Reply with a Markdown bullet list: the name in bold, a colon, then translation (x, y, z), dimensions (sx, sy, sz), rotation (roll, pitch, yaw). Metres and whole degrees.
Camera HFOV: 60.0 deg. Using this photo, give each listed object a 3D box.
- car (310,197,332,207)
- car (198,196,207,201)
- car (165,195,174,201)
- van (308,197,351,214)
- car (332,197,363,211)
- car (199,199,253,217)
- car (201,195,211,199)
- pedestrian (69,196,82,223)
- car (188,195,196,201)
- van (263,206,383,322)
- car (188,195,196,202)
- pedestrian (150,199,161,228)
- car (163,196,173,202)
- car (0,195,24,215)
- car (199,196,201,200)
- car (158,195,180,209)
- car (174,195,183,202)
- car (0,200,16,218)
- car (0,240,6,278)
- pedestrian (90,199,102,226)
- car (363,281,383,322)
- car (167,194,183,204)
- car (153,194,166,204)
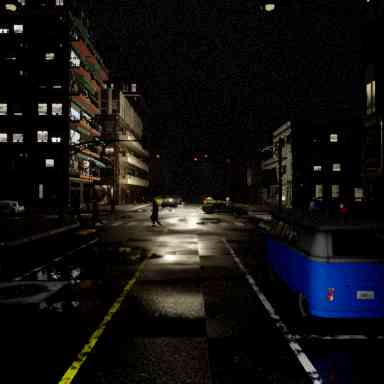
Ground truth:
- **car**: translation (14.903, 1.549, 33.634), dimensions (5.008, 1.535, 1.882), rotation (0, 0, 0)
- **car**: translation (2.675, 1.641, 84.973), dimensions (2.008, 1.369, 4.403), rotation (0, 0, 0)
- **car**: translation (-5.706, 1.616, 84.801), dimensions (1.752, 1.417, 4.829), rotation (0, 0, 0)
- **van**: translation (14.892, 1.425, 36.225), dimensions (3.998, 1.788, 1.690), rotation (0, 0, 0)
- **car**: translation (14.917, 1.358, 27.846), dimensions (5.009, 1.841, 2.192), rotation (0, 0, 0)
- **car**: translation (3.348, 1.627, 31.796), dimensions (4.718, 1.301, 1.895), rotation (0, 0, 31)
- **car**: translation (2.682, 1.561, 51.908), dimensions (1.752, 1.417, 4.829), rotation (0, 0, 0)
- **pedestrian**: translation (-7.786, 1.148, 22.245), dimensions (0.375, 1.860, 0.375), rotation (0, 0, 0)
- **car**: translation (-0.018, 1.465, 88.547), dimensions (1.882, 1.535, 5.008), rotation (0, 0, 0)
- **van**: translation (2.659, 1.342, 6.951), dimensions (1.690, 1.788, 3.998), rotation (0, 0, 0)
- **car**: translation (-0.016, 1.616, 78.127), dimensions (2.033, 1.411, 5.357), rotation (0, 0, 0)
- **pedestrian**: translation (-2.326, 1.300, 21.046), dimensions (0.375, 1.860, 0.375), rotation (0, 0, 0)
- **car**: translation (-5.705, 1.630, 79.432), dimensions (2.008, 1.369, 4.403), rotation (0, 0, 0)
- **car**: translation (-18.386, 1.184, 30.345), dimensions (5.566, 2.045, 2.150), rotation (0, 0, 0)
- **car**: translation (2.679, 1.632, 62.817), dimensions (1.802, 1.307, 4.206), rotation (0, 0, 0)
- **car**: translation (-3.114, 1.577, 46.561), dimensions (2.033, 1.411, 5.357), rotation (0, 0, 0)
- **car**: translation (-3.017, 1.544, 76.666), dimensions (1.882, 1.535, 5.008), rotation (0, 0, 0)
- **car**: translation (-17.472, 1.534, 27.759), dimensions (4.206, 1.307, 1.802), rotation (0, 0, 0)
- **car**: translation (-5.689, 1.567, 6.975), dimensions (1.947, 1.339, 4.313), rotation (0, 0, 0)
- **pedestrian**: translation (-6.307, 1.302, 21.687), dimensions (0.375, 1.860, 0.375), rotation (0, 0, 0)
- **car**: translation (2.660, 1.582, 1.262), dimensions (1.802, 1.307, 4.206), rotation (0, 0, 0)
- **car**: translation (-3.069, 1.402, 63.259), dimensions (2.097, 1.767, 4.553), rotation (0, 0, 0)
- **car**: translation (-5.700, 1.568, 57.105), dimensions (1.752, 1.417, 4.829), rotation (0, 0, 0)
